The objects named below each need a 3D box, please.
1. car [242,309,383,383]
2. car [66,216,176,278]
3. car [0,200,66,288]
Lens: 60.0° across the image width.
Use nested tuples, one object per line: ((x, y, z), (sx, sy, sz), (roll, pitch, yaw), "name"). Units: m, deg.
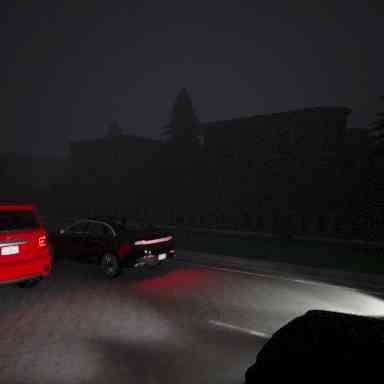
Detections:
((2.676, 1.601, 2.084), (4.718, 1.301, 1.895), (0, 0, 36), "car")
((-2.747, 1.492, 10.199), (4.902, 1.511, 2.128), (0, 0, 36), "car")
((-5.675, 1.221, 7.999), (5.566, 2.045, 2.150), (0, 0, 36), "car")
